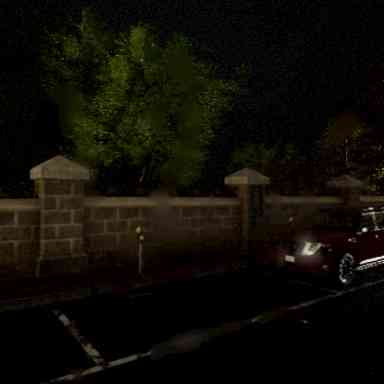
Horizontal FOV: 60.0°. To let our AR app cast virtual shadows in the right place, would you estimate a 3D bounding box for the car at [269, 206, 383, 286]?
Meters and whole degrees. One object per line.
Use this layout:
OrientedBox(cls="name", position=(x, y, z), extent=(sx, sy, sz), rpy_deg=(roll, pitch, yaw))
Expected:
OrientedBox(cls="car", position=(4.494, 1.355, 9.754), extent=(5.009, 1.841, 2.192), rpy_deg=(0, 0, -35))
